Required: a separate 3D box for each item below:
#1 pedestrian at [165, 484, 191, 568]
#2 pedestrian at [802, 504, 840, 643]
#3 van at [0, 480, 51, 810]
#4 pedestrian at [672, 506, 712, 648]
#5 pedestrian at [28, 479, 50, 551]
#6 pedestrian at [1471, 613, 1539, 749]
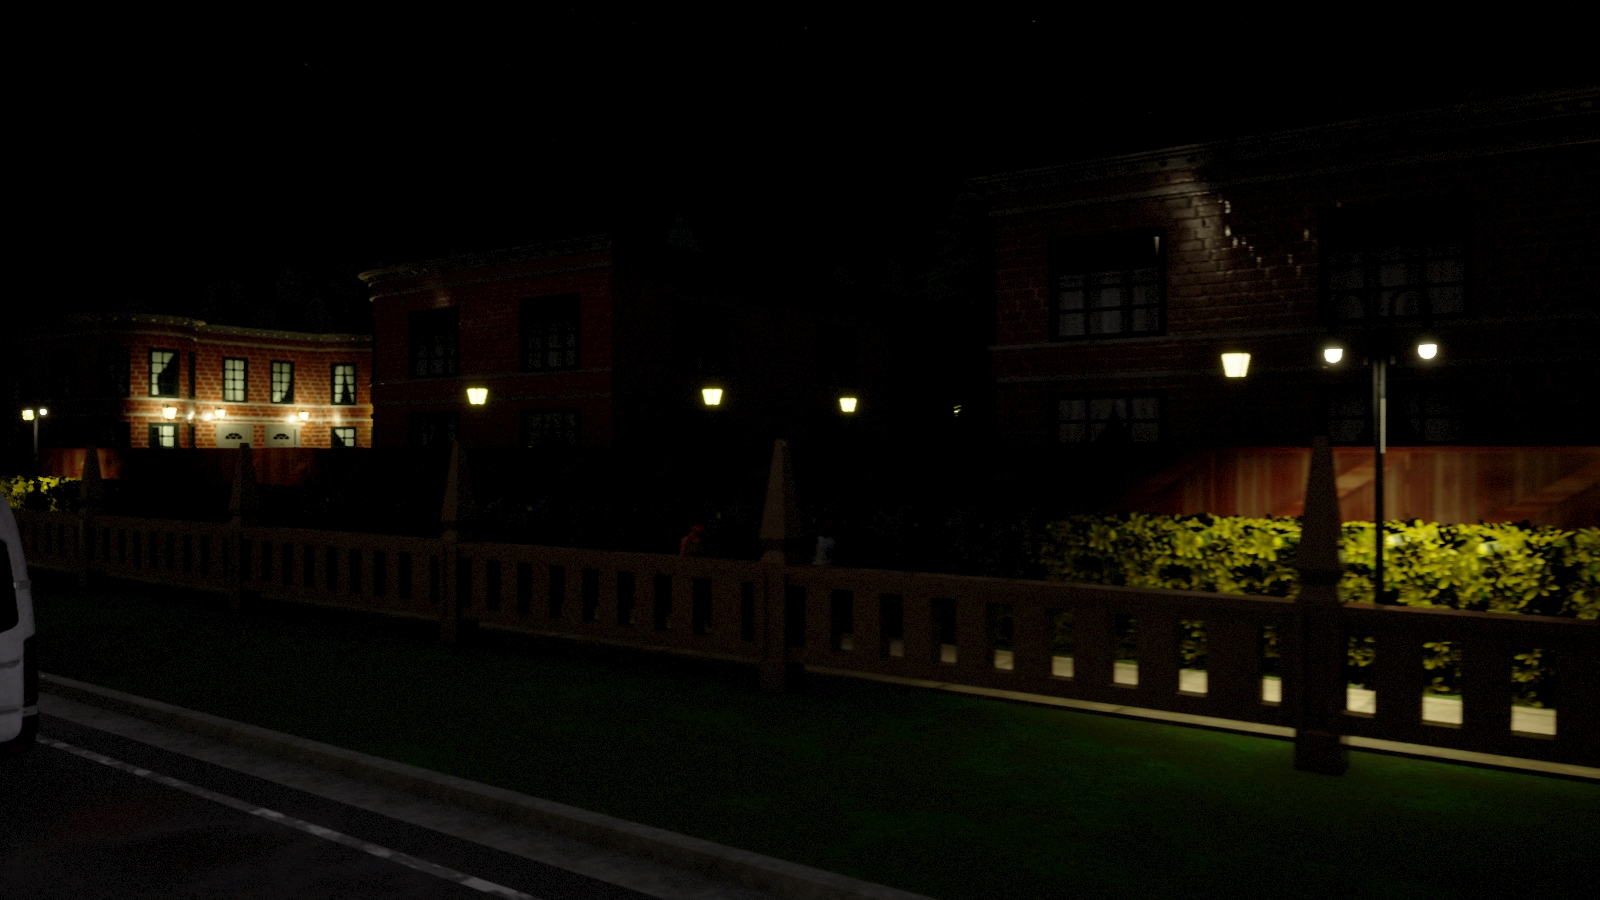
[{"bbox_3d":[-13.924,1.691,25.587,0.375,1.860,0.375,0,0,35],"label":"pedestrian"},{"bbox_3d":[0.292,1.694,15.819,0.375,1.860,0.375,0,0,39],"label":"pedestrian"},{"bbox_3d":[-9.051,1.532,10.119,5.915,2.561,1.988,0,0,35],"label":"van"},{"bbox_3d":[-1.450,1.694,15.366,0.375,1.860,0.375,0,0,35],"label":"pedestrian"},{"bbox_3d":[-19.901,1.689,29.882,0.375,1.860,0.375,0,0,35],"label":"pedestrian"},{"bbox_3d":[6.406,2.076,10.378,0.500,1.100,0.500,0,0,34],"label":"pedestrian"}]
